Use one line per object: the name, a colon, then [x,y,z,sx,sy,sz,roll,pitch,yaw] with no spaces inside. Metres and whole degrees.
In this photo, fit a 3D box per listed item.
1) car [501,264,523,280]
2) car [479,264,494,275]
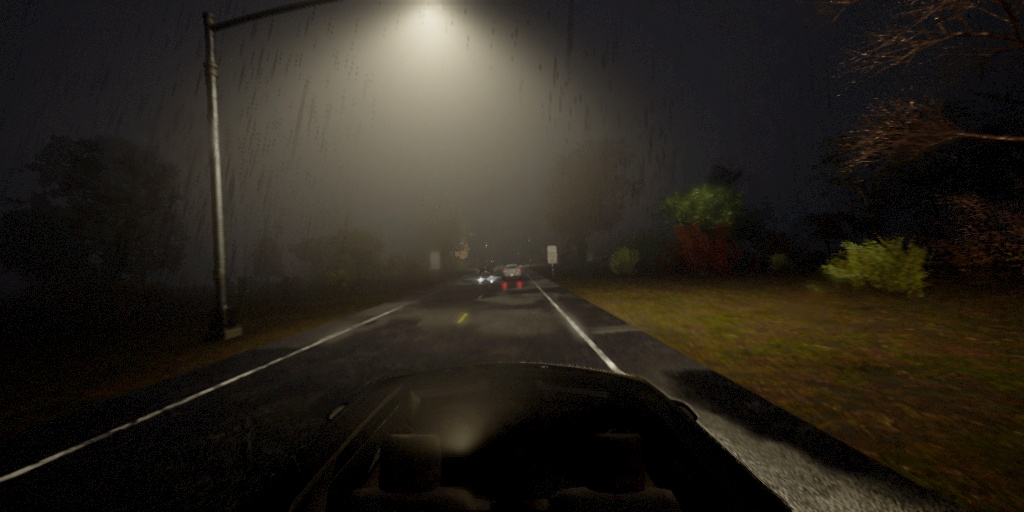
car: [0.023,1.542,35.077,1.812,1.442,4.674,-3,-1,1]
car: [-3.491,1.744,49.569,1.895,1.301,4.718,-3,-1,0]
